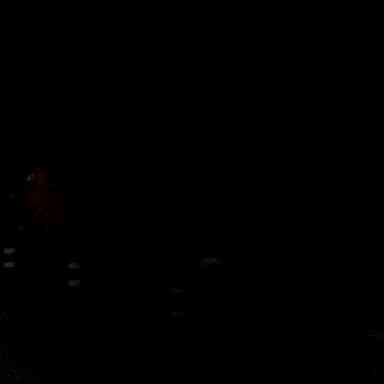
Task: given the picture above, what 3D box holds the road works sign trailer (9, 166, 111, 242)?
[{"bbox_3d":[-4.897,0.813,12.144,3.560,2.880,2.380,3,-41,36],"label":"road works sign trailer"}]
